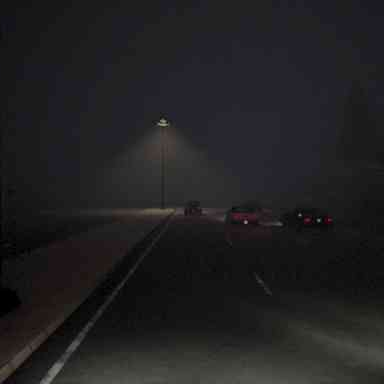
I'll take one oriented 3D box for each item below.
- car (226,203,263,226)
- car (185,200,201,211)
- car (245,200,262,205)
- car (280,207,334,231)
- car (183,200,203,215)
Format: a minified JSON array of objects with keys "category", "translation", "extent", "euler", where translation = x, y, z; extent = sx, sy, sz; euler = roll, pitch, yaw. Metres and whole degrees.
[{"category":"car","translation":[3.618,1.724,24.498],"extent":[1.895,1.301,4.718],"euler":[0,0,0]},{"category":"car","translation":[0.133,1.788,44.421],"extent":[1.994,1.385,4.181],"euler":[0,0,0]},{"category":"car","translation":[7.129,1.705,39.704],"extent":[1.837,1.490,4.892],"euler":[0,0,0]},{"category":"car","translation":[7.117,1.654,21.136],"extent":[2.033,1.411,5.357],"euler":[0,0,0]},{"category":"car","translation":[0.120,1.705,35.634],"extent":[1.812,1.442,4.674],"euler":[0,0,0]}]
